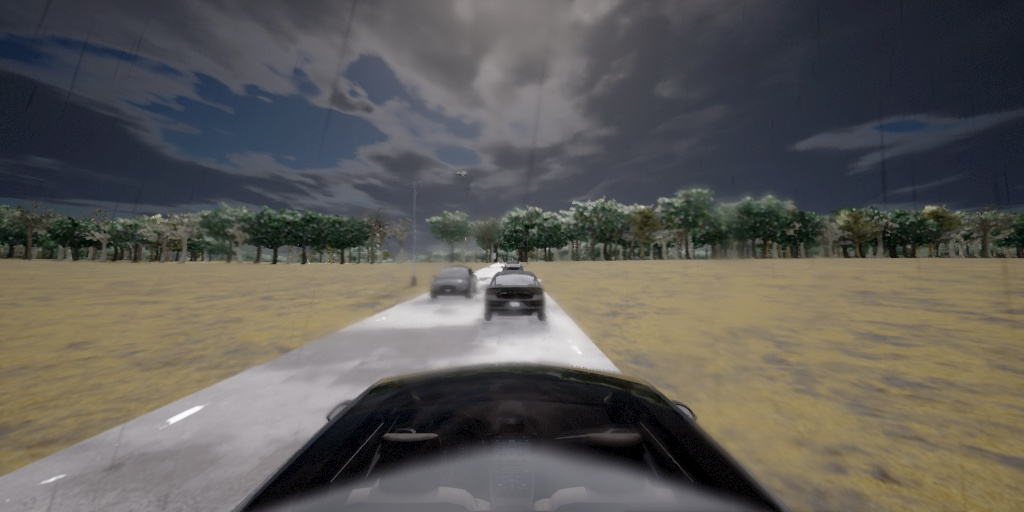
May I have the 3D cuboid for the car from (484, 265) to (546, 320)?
[{"bbox_3d":[0.096,1.236,12.684,1.882,1.535,5.008,0,0,0],"label":"car"}]

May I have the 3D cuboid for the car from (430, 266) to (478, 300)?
[{"bbox_3d":[-2.768,1.270,17.970,1.837,1.490,4.892,0,-1,0],"label":"car"}]

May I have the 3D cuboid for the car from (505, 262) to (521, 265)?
[{"bbox_3d":[0.092,1.278,31.710,1.837,1.490,4.892,0,0,0],"label":"car"}]
